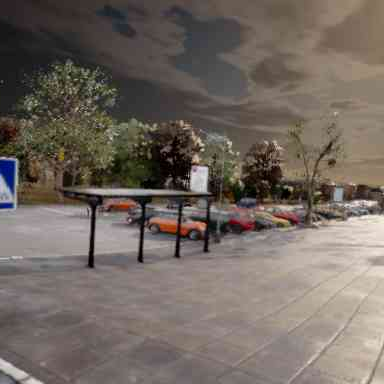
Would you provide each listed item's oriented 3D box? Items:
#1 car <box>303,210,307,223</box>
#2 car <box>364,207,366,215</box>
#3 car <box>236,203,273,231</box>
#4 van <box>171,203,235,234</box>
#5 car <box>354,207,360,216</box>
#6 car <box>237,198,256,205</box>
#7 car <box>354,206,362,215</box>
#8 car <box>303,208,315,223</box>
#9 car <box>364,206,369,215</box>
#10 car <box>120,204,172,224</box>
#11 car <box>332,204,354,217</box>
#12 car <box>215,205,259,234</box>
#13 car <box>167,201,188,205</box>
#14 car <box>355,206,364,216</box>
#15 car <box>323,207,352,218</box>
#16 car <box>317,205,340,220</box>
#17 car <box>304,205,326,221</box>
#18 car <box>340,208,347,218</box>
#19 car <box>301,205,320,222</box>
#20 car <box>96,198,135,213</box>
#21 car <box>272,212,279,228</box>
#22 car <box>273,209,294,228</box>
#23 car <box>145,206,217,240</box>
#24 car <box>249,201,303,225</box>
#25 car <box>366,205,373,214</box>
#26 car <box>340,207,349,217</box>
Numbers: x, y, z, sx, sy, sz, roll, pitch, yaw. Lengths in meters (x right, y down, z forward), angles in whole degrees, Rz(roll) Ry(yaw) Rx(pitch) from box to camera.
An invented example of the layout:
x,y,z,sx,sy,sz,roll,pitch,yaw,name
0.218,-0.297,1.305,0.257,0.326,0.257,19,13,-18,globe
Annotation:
x,y,z,sx,sy,sz,roll,pitch,yaw,name
11.496,3.143,41.734,4.792,1.488,2.163,6,2,16,car
37.629,4.654,78.333,4.674,1.452,2.002,6,2,16,car
4.515,2.520,31.969,5.566,2.045,2.435,6,2,16,car
0.832,2.356,27.140,4.442,1.987,1.878,6,2,16,van
32.395,4.299,71.019,5.008,1.535,2.097,6,1,16,car
10.617,2.181,64.177,2.150,2.045,5.566,6,1,36,car
34.143,4.447,73.454,4.674,1.452,2.002,6,2,16,car
13.220,3.200,44.170,4.892,1.521,2.231,6,2,16,car
39.407,4.738,80.778,4.792,1.488,2.163,6,2,16,car
-3.664,2.146,29.434,1.837,1.490,4.892,6,2,36,car
27.167,3.722,63.687,5.566,2.045,2.435,6,2,16,car
2.692,2.428,29.542,5.566,2.045,2.435,6,2,16,car
-1.778,1.869,47.021,1.994,1.385,4.181,6,2,36,car
35.931,4.388,75.881,4.553,1.767,2.185,6,2,16,car
28.882,4.108,66.138,4.792,1.488,2.163,6,2,16,car
20.249,3.319,53.926,5.566,2.045,2.435,6,2,16,car
16.689,3.249,49.063,4.553,1.767,2.185,6,2,16,car
23.862,3.783,58.768,5.366,1.575,1.946,6,2,16,car
15.003,3.165,46.599,4.553,1.767,2.185,6,2,16,car
-8.557,1.325,37.615,2.097,1.767,4.553,6,2,36,car
6.214,2.893,34.426,4.674,1.452,2.002,6,2,16,car
8.153,2.956,36.810,5.366,1.575,1.946,6,2,16,car
-0.887,2.376,24.706,4.553,1.767,2.185,6,2,16,car
9.776,2.778,39.284,5.566,2.045,2.435,6,2,16,car
41.179,4.550,83.207,5.566,2.045,2.435,6,2,16,car
25.247,3.845,61.300,5.366,1.575,1.946,6,2,16,car
